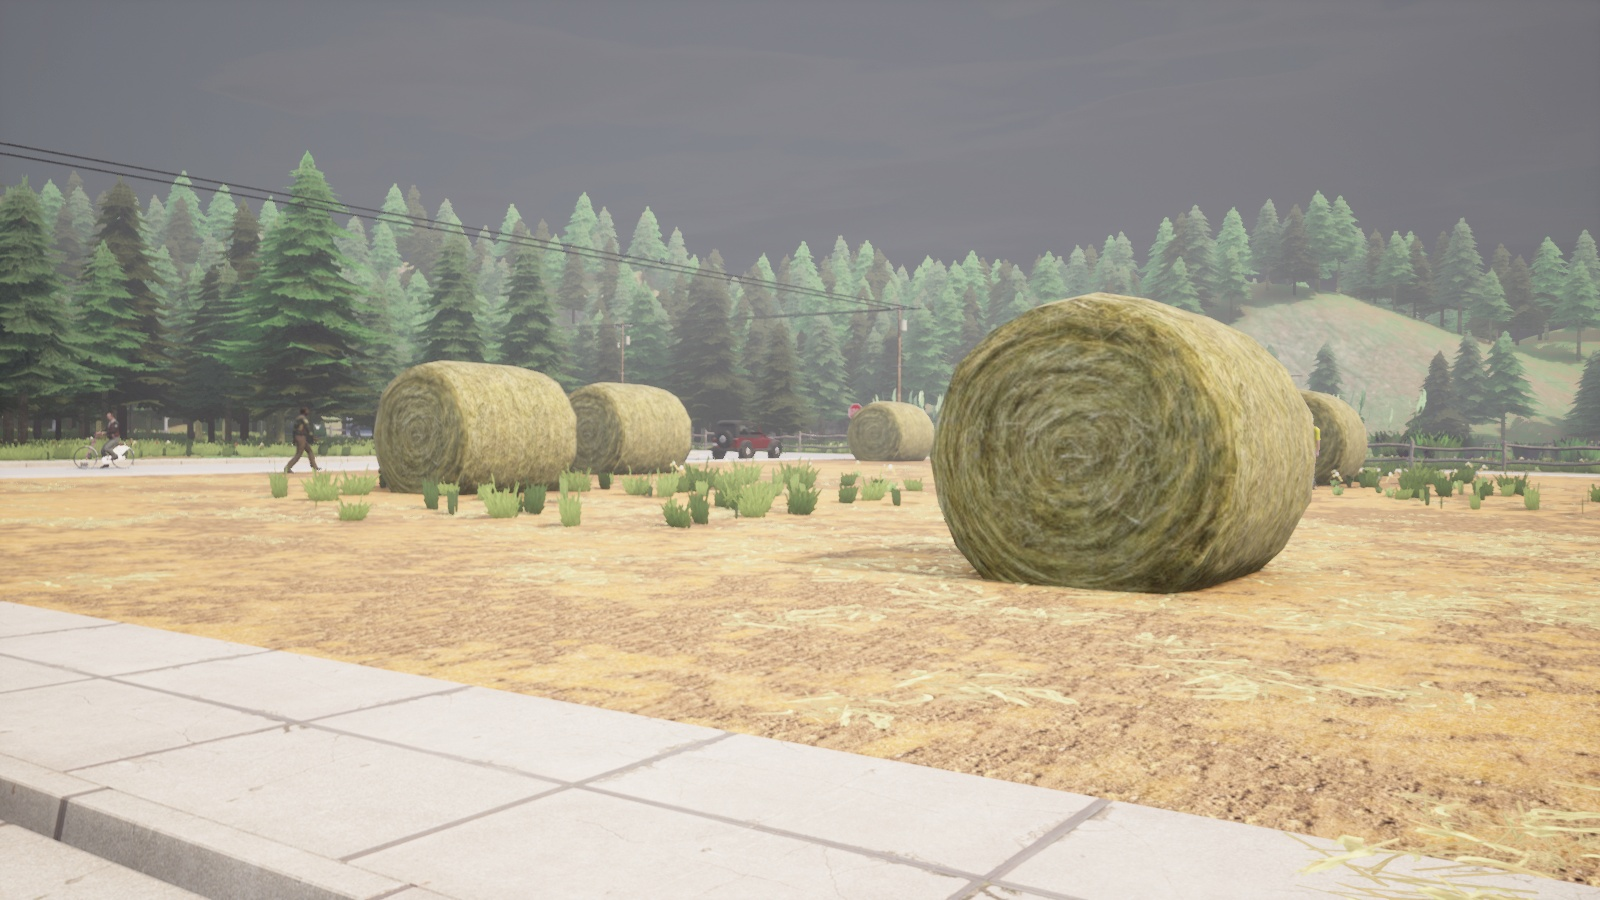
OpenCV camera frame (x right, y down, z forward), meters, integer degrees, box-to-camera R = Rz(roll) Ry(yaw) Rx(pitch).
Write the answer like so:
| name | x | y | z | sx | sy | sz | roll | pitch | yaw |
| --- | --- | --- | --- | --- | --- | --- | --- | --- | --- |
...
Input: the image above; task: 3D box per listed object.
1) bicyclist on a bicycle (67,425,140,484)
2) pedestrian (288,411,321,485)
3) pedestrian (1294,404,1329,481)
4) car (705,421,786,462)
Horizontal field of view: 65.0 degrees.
| name | x | y | z | sx | sy | sz | roll | pitch | yaw |
| --- | --- | --- | --- | --- | --- | --- | --- | --- | --- |
| bicyclist on a bicycle | -21.509 | 0.132 | 38.807 | 0.659 | 1.776 | 1.843 | 0 | 1 | 35 |
| pedestrian | -12.968 | -0.059 | 32.866 | 0.692 | 1.930 | 0.395 | -1 | 1 | -39 |
| pedestrian | 12.295 | -0.190 | 30.199 | 0.706 | 1.836 | 0.354 | -1 | 1 | -12 |
| car | -2.579 | -0.412 | 59.952 | 1.905 | 1.878 | 3.866 | 0 | 1 | 35 |
